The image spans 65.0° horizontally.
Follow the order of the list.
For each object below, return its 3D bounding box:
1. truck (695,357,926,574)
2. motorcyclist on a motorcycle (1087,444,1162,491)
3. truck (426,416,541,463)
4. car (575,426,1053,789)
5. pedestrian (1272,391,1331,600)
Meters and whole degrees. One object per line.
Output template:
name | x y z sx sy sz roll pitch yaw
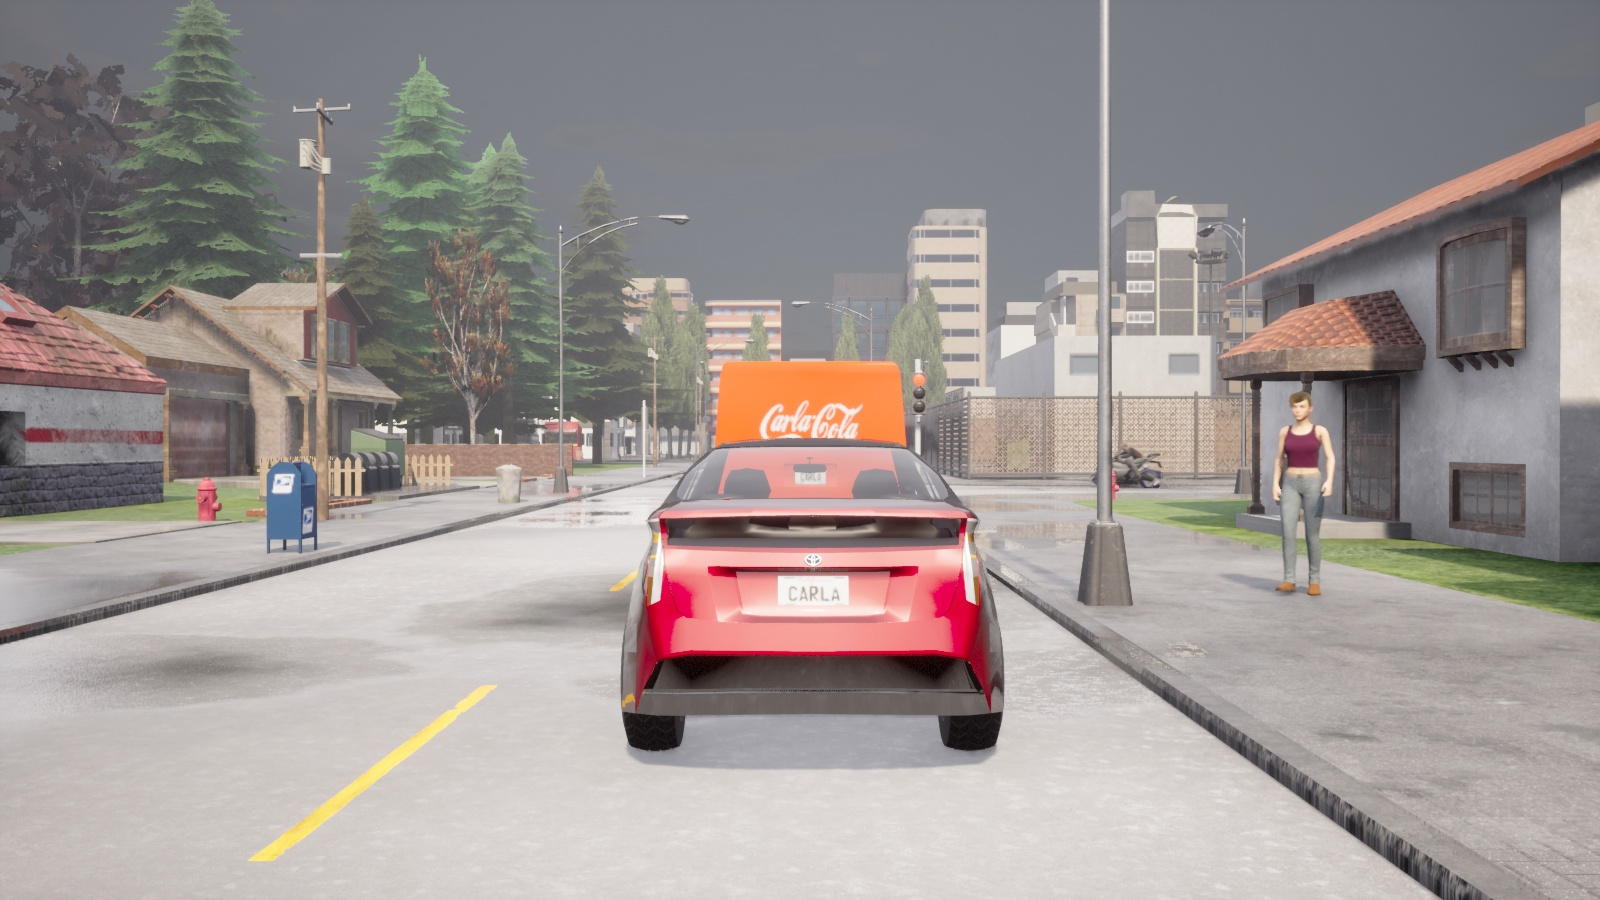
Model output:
truck | 0.118 0.164 16.898 2.627 2.467 5.204 0 0 0
motorcyclist on a motorcycle | 10.524 0.560 40.757 2.191 1.530 0.866 0 0 0
truck | -23.756 -0.788 94.488 7.936 3.462 2.891 0 0 2
car | 0.061 0.651 7.533 2.007 1.525 4.514 0 0 0
pedestrian | 4.536 0.396 11.357 0.345 1.836 0.594 0 0 37
